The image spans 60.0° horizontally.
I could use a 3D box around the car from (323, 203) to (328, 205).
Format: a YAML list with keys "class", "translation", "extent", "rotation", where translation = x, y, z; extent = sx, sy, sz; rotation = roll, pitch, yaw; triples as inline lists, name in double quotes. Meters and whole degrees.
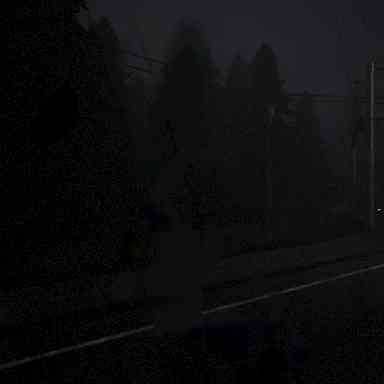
- class: "car"
  translation: [15.274, 1.547, 43.767]
  extent: [2.033, 1.411, 5.357]
  rotation: [0, 0, -27]

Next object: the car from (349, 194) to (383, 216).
- class: "car"
  translation: [18.064, 1.223, 33.461]
  extent: [2.150, 2.045, 5.566]
  rotation: [0, 0, -5]

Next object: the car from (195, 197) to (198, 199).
- class: "car"
  translation: [-0.118, 1.601, 65.234]
  extent: [4.718, 1.301, 1.895]
  rotation: [0, 0, 27]
